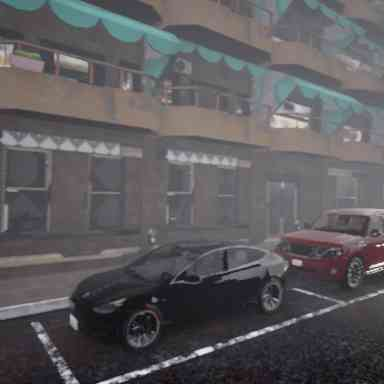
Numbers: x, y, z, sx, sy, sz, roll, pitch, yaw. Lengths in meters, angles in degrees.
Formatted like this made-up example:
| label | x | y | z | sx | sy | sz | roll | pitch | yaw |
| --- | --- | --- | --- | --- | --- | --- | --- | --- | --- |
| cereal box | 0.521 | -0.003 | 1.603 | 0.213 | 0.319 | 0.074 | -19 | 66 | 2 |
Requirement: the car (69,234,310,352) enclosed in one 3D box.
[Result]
| label | x | y | z | sx | sy | sz | roll | pitch | yaw |
| --- | --- | --- | --- | --- | --- | --- | --- | --- | --- |
| car | 0.006 | 1.607 | 6.259 | 4.313 | 1.339 | 1.947 | 1 | 0 | -35 |

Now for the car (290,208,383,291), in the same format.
| label | x | y | z | sx | sy | sz | roll | pitch | yaw |
| --- | --- | --- | --- | --- | --- | --- | --- | --- | --- |
| car | 4.608 | 1.421 | 9.536 | 5.009 | 1.841 | 2.192 | 1 | 0 | -35 |
